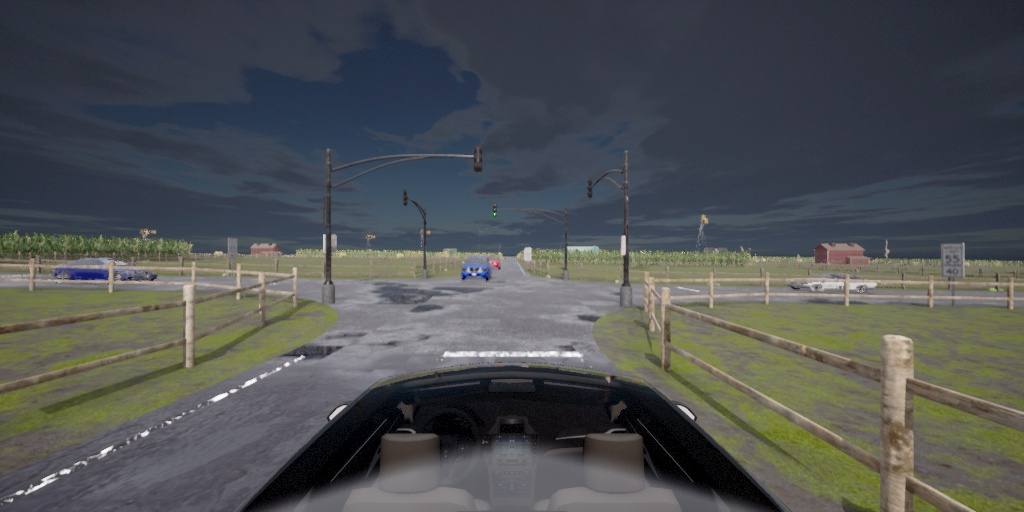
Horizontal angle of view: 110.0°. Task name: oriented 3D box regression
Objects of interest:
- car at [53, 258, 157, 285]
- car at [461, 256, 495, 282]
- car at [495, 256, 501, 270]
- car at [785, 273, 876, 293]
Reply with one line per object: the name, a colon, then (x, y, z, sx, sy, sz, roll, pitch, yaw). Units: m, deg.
car: (-23.096, 0.848, 20.412, 4.674, 1.442, 1.812, 1, 0, 0)
car: (-2.790, 1.009, 29.292, 2.150, 2.045, 5.566, 0, 0, 0)
car: (-2.726, 0.954, 50.940, 2.150, 2.045, 5.566, 0, 0, 0)
car: (21.280, 1.770, 24.110, 4.718, 1.301, 1.895, 1, 0, 0)
